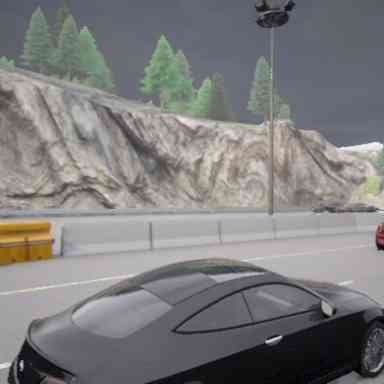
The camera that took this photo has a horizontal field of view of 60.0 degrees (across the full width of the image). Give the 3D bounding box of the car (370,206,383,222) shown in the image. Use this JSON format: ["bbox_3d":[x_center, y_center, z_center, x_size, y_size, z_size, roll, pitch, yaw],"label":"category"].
[{"bbox_3d":[18.600,1.978,30.022,4.718,1.301,1.895,1,0,-23],"label":"car"}]

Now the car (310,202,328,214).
[{"bbox_3d":[16.731,1.927,40.586,4.892,1.490,1.837,1,0,-22],"label":"car"}]

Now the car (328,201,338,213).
[{"bbox_3d":[18.274,1.896,37.441,5.008,1.535,1.882,1,0,-22],"label":"car"}]

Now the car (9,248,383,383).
[{"bbox_3d":[0.491,1.553,3.960,4.674,1.442,1.812,1,0,-35],"label":"car"}]

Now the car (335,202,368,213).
[{"bbox_3d":[17.033,1.980,33.151,4.718,1.301,1.895,1,0,-23],"label":"car"}]

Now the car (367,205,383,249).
[{"bbox_3d":[9.749,1.535,13.752,4.553,1.767,2.097,1,0,-29],"label":"car"}]
